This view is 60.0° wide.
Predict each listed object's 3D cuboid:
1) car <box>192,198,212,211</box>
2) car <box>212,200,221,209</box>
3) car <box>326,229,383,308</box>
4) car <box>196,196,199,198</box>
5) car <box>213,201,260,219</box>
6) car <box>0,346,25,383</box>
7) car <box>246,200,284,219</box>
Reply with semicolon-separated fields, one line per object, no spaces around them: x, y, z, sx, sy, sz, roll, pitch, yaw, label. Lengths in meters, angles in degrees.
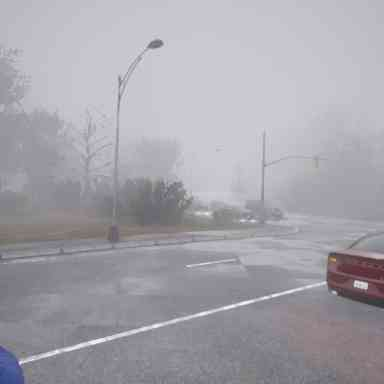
0.779;1.971;47.288;1.895;1.301;4.718;2;1;-17;car
4.073;2.012;48.571;1.837;1.490;4.892;2;2;-17;car
5.041;1.556;7.383;5.008;1.535;1.882;1;-1;-35;car
0.507;1.424;63.764;1.837;1.490;4.892;2;2;-10;car
4.736;2.108;36.316;2.033;1.411;5.357;3;-1;-23;car
-3.415;1.481;1.305;5.008;1.535;1.882;0;0;-36;car
7.986;1.932;37.704;2.150;2.045;5.566;3;-1;-22;car
